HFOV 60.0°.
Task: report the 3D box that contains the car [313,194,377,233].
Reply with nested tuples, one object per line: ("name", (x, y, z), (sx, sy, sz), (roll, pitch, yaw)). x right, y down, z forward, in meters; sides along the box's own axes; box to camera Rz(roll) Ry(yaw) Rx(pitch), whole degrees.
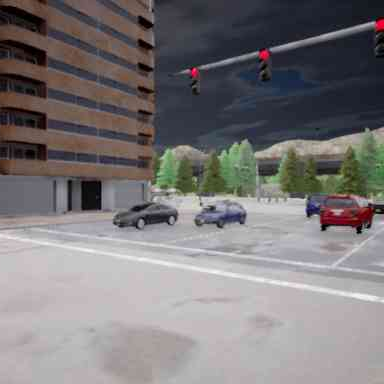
("car", (9.284, 1.218, 19.858), (2.150, 2.045, 5.566), (0, 1, 36))

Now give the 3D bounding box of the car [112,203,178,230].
("car", (-2.868, 1.475, 21.289), (1.837, 1.490, 4.892), (0, 0, 36))

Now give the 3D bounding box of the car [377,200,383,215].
("car", (18.221, 1.471, 31.340), (1.882, 1.535, 5.008), (0, 0, 43))

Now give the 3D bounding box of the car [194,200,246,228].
("car", (1.991, 1.504, 22.028), (1.812, 1.442, 4.674), (0, 0, 36))

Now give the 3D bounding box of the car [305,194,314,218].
("car", (11.648, 1.206, 29.116), (2.150, 2.045, 5.566), (0, 0, 36))
